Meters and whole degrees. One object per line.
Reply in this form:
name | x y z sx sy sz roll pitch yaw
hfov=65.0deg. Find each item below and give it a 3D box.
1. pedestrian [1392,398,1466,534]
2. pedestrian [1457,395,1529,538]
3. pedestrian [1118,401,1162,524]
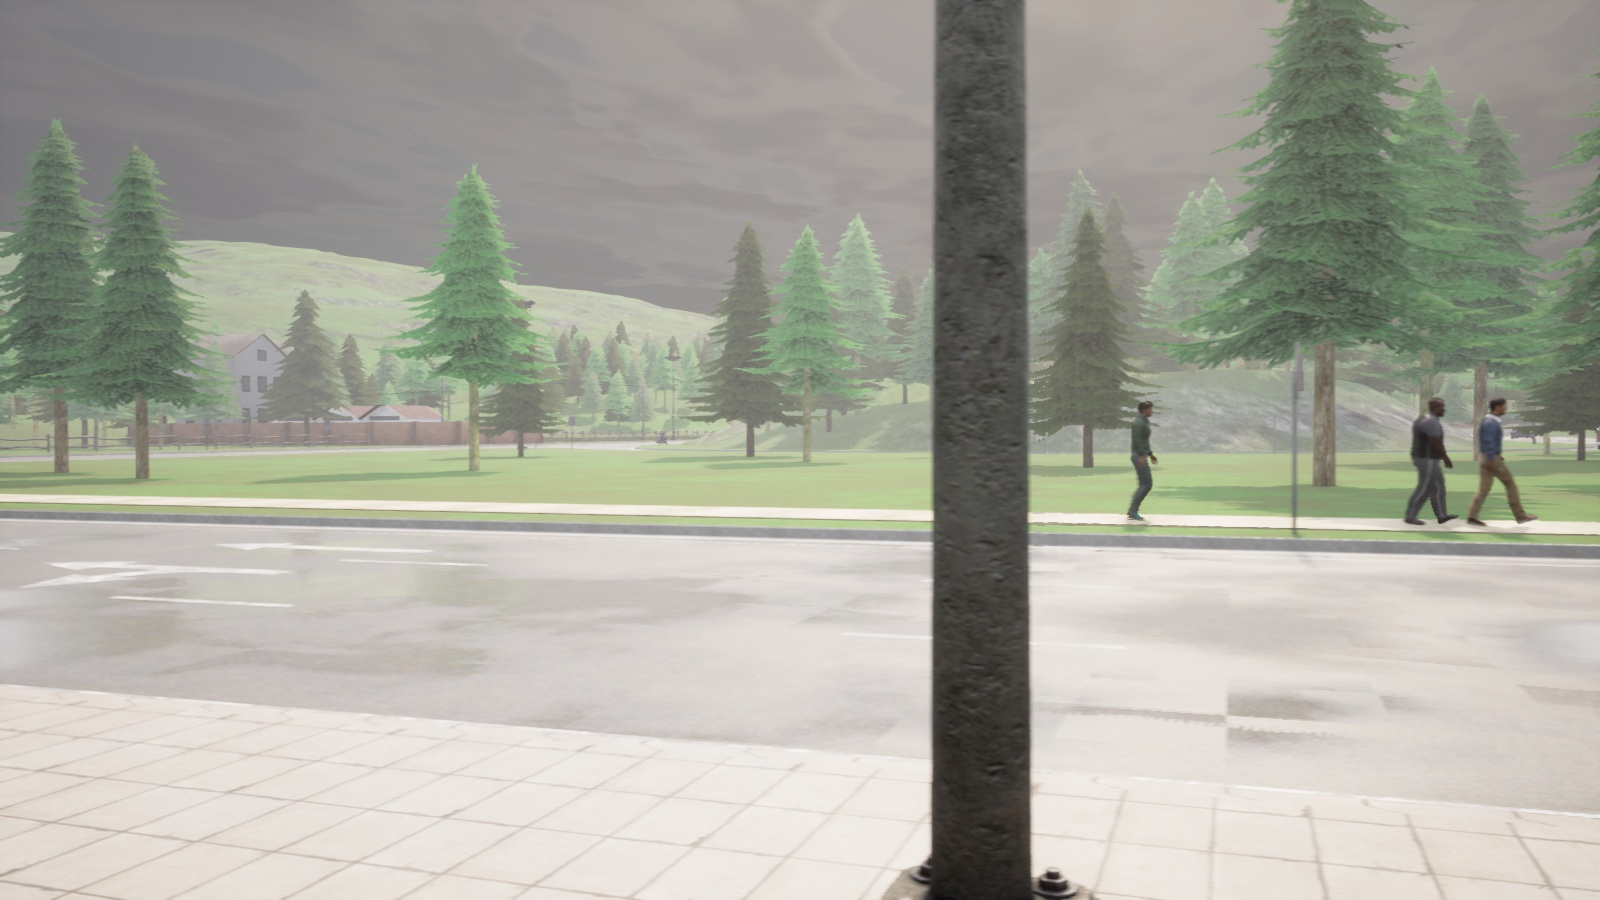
pedestrian | 8.870 0.215 17.723 0.849 1.883 0.563 1 1 19
pedestrian | 9.637 0.222 17.480 0.788 1.949 0.423 1 1 19
pedestrian | 5.155 0.180 19.031 0.614 1.847 0.353 1 1 20
